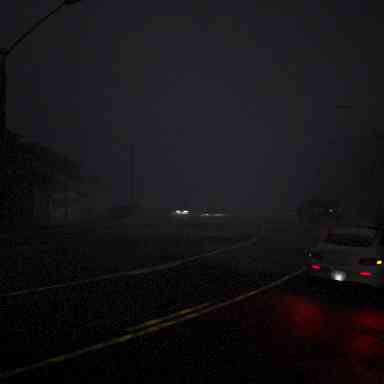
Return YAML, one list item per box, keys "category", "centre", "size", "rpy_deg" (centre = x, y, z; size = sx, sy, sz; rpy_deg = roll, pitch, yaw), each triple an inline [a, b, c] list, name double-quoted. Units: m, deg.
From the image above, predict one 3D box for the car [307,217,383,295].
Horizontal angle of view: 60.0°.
- category: "car"
  centre: [4.598, 1.645, 9.107]
  size: [1.812, 1.442, 4.674]
  rpy_deg: [0, -1, 37]

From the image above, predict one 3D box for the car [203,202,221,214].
- category: "car"
  centre: [2.614, 1.994, 43.636]
  size: [1.882, 1.535, 5.008]
  rpy_deg: [0, -1, -5]

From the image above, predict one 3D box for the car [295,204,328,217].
- category: "car"
  centre: [13.734, 2.085, 38.554]
  size: [1.895, 1.301, 4.718]
  rpy_deg: [0, -1, -4]

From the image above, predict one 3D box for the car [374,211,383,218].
- category: "car"
  centre: [13.679, 1.641, 21.919]
  size: [2.097, 1.767, 4.553]
  rpy_deg: [0, -1, 12]

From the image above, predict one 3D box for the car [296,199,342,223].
- category: "car"
  centre: [10.902, 1.585, 28.844]
  size: [2.150, 2.045, 5.566]
  rpy_deg: [0, -1, -1]

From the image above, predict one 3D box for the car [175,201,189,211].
- category: "car"
  centre: [-1.621, 2.098, 52.116]
  size: [2.128, 1.511, 4.902]
  rpy_deg: [0, -1, -5]
